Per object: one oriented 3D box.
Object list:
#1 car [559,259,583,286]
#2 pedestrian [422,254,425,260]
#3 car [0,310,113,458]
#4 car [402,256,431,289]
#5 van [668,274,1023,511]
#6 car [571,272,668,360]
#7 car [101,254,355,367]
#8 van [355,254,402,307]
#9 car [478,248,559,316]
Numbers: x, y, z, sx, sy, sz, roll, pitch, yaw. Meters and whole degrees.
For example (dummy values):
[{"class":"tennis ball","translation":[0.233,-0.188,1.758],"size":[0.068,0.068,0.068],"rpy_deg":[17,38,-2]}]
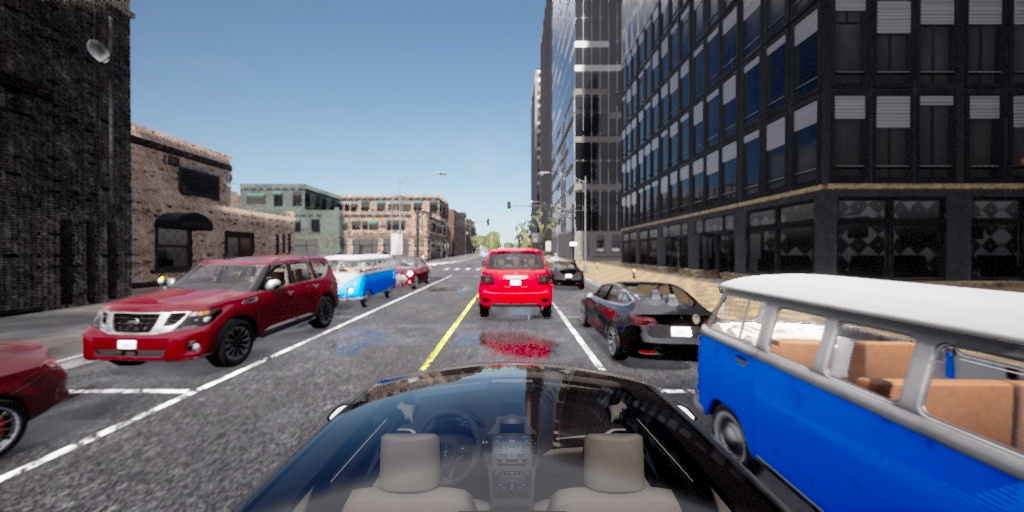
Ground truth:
[{"class":"car","translation":[2.672,0.931,19.038],"size":[1.948,1.339,4.313],"rpy_deg":[0,0,0]},{"class":"pedestrian","translation":[-12.505,0.306,50.611],"size":[0.375,1.300,0.375],"rpy_deg":[0,1,1]},{"class":"car","translation":[-5.689,1.322,2.171],"size":[1.802,1.307,4.207],"rpy_deg":[0,0,0]},{"class":"car","translation":[-5.676,0.805,19.099],"size":[1.967,1.591,4.097],"rpy_deg":[0,0,0]},{"class":"van","translation":[2.659,1.081,2.109],"size":[1.690,1.789,3.998],"rpy_deg":[0,0,0]},{"class":"car","translation":[2.663,1.181,7.752],"size":[1.948,1.339,4.313],"rpy_deg":[0,0,0]},{"class":"car","translation":[-5.685,0.930,7.814],"size":[2.192,1.841,5.009],"rpy_deg":[0,0,0]},{"class":"van","translation":[-5.680,0.831,13.456],"size":[1.690,1.789,3.998],"rpy_deg":[0,0,0]},{"class":"car","translation":[0.106,0.738,12.309],"size":[2.150,2.045,5.566],"rpy_deg":[0,2,0]}]
